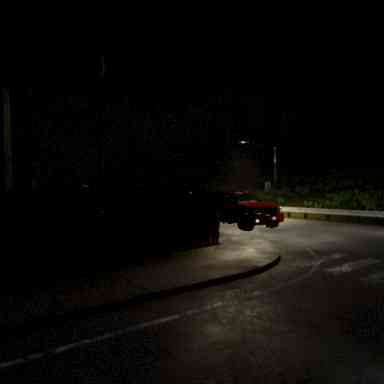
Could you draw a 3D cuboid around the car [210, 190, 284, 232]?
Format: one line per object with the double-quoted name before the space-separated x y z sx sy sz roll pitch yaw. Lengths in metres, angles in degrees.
"car" 2.412 0.928 18.489 2.150 2.045 5.566 -2 1 -35
